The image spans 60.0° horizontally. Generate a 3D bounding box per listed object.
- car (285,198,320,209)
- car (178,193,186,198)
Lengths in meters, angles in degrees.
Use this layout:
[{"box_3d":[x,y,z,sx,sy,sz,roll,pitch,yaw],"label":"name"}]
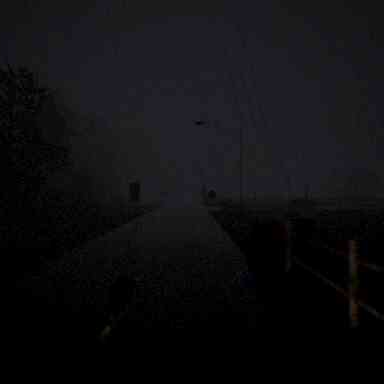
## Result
[{"box_3d":[14.066,1.422,42.501,4.181,1.385,1.994,0,0,-1],"label":"car"},{"box_3d":[-2.757,0.937,94.234,1.994,1.385,4.181,0,0,0],"label":"car"}]
